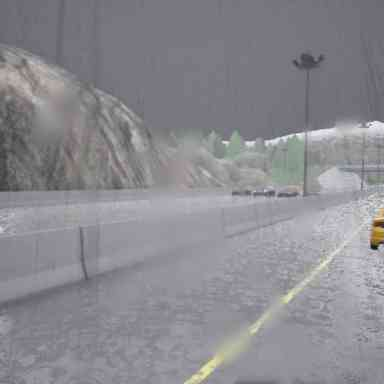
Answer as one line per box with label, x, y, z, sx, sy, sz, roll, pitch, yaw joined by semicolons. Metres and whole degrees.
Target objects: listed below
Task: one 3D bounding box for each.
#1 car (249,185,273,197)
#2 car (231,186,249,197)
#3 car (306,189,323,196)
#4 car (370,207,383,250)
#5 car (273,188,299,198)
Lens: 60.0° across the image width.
car;10.749;-0.176;49.289;2.097;1.767;4.553;2;2;33
car;7.760;-0.115;51.118;1.837;1.490;4.892;2;2;33
car;16.727;0.243;45.657;1.994;1.385;4.181;2;2;33
car;7.659;1.165;11.983;1.882;1.535;5.008;2;2;33
car;13.923;0.116;47.761;2.033;1.411;5.357;2;2;33
